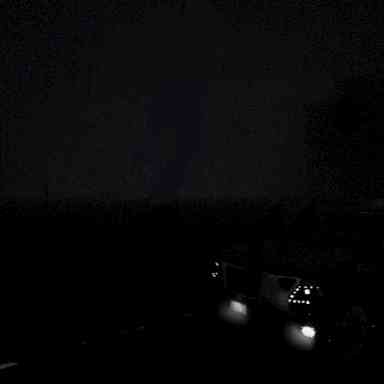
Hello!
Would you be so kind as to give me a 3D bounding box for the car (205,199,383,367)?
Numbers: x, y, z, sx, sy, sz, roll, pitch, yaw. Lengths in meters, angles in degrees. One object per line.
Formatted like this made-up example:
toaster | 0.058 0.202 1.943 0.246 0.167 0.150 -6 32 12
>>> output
car | 2.841 1.179 6.106 5.566 2.045 2.150 -1 0 -36
